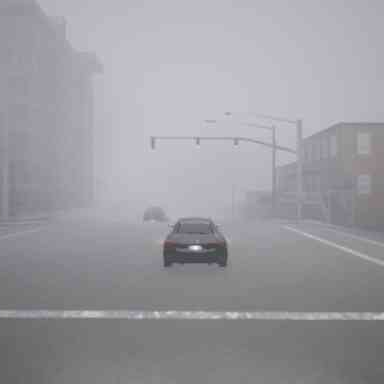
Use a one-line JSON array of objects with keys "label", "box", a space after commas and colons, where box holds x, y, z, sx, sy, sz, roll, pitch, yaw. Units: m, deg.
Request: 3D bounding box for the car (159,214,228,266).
[{"label": "car", "box": [0.104, 1.580, 11.605, 1.994, 1.385, 4.181, 0, 0, 0]}]

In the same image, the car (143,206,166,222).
[{"label": "car", "box": [-3.584, 2.156, 32.447, 1.837, 1.490, 4.892, 0, -5, 0]}]

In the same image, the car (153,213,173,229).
[{"label": "car", "box": [-3.577, 3.741, 42.238, 2.033, 1.411, 5.357, 0, -12, 0]}]
